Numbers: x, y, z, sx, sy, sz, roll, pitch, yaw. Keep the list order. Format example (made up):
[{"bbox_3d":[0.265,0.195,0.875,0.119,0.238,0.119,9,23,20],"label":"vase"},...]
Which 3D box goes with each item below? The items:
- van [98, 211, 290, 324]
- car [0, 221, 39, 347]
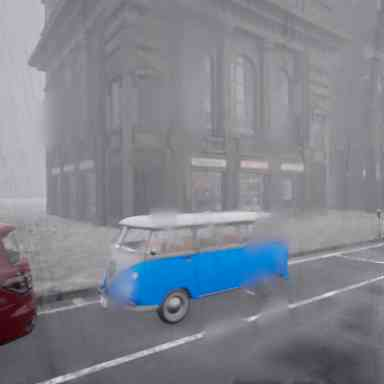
[{"bbox_3d":[0.229,1.325,6.814,3.998,1.788,1.690,0,0,-35],"label":"van"},{"bbox_3d":[-4.360,1.321,3.542,5.009,1.841,2.192,0,0,-35],"label":"car"}]
